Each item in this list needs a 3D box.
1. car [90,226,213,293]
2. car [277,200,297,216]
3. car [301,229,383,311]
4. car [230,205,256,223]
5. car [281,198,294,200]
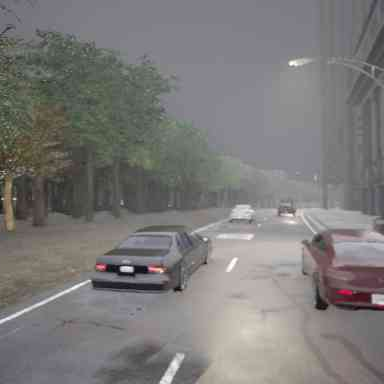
[{"bbox_3d":[-0.747,1.652,9.293,2.033,1.411,5.357,-1,-1,14],"label":"car"},{"bbox_3d":[10.689,1.954,37.641,1.837,1.490,4.892,-1,-2,17],"label":"car"},{"bbox_3d":[3.556,1.553,7.524,1.812,1.442,4.674,-1,-1,14],"label":"car"},{"bbox_3d":[4.433,1.846,28.783,1.812,1.442,4.674,-1,-1,16],"label":"car"},{"bbox_3d":[13.592,1.902,47.196,2.150,2.045,5.566,-1,-2,19],"label":"car"}]
